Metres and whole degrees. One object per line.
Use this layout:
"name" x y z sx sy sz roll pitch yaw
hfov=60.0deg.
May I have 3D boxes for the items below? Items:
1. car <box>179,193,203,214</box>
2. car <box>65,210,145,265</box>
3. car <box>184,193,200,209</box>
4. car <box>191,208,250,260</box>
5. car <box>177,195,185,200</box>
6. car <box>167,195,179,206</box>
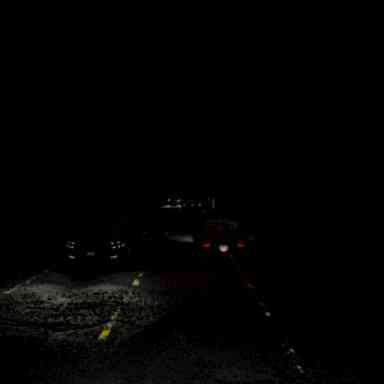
"car" 0.028 1.323 34.681 2.097 1.767 4.553 0 0 0
"car" -2.856 1.470 11.882 1.882 1.535 5.008 0 0 0
"car" -0.005 1.184 45.967 2.150 2.045 5.566 0 0 0
"car" 0.957 1.518 12.342 1.812 1.442 4.674 0 0 0
"car" -2.788 1.508 87.310 1.895 1.301 4.718 0 0 0
"car" -2.843 1.304 53.468 2.097 1.767 4.553 0 0 0
